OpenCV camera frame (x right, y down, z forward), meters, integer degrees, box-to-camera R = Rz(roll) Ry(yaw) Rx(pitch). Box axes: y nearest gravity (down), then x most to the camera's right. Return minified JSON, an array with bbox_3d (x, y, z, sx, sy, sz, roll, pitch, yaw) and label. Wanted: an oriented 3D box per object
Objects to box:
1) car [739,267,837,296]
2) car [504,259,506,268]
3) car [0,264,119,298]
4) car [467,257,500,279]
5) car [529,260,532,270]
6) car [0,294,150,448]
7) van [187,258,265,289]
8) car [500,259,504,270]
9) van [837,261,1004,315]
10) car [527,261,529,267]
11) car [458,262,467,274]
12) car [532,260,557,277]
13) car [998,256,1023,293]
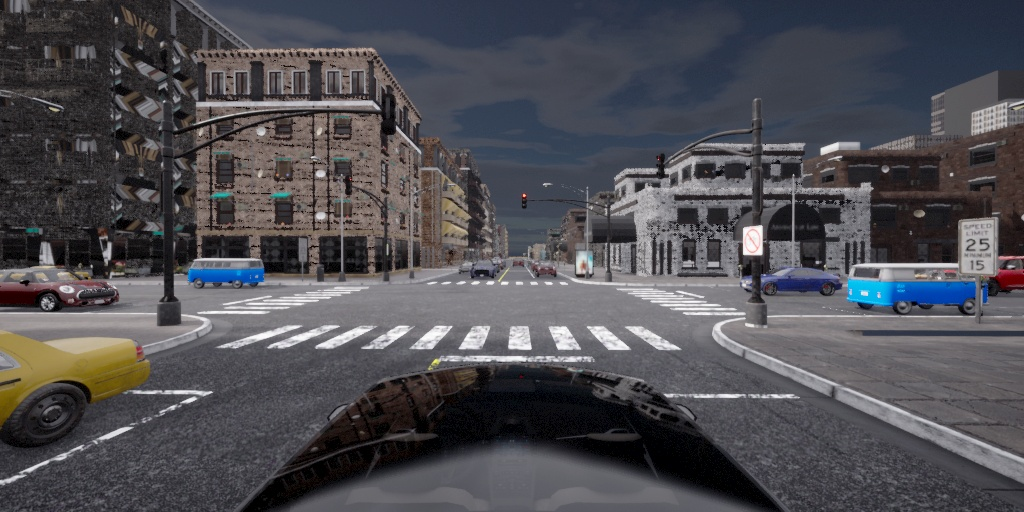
[{"bbox_3d":[14.691,1.298,18.993,4.674,1.442,1.812,0,0,2],"label":"car"},{"bbox_3d":[-2.217,1.297,53.014,1.812,1.442,4.674,0,0,1],"label":"car"},{"bbox_3d":[-17.526,1.190,13.523,4.097,1.591,1.967,0,0,1],"label":"car"},{"bbox_3d":[-2.564,1.106,33.147,2.097,1.767,4.553,0,0,1],"label":"car"},{"bbox_3d":[3.454,1.347,46.503,1.802,1.307,4.207,0,0,1],"label":"car"},{"bbox_3d":[-5.680,1.275,2.623,1.751,1.417,4.829,0,0,1],"label":"car"},{"bbox_3d":[-17.426,1.030,21.903,3.998,1.789,1.690,0,0,1],"label":"van"},{"bbox_3d":[-2.393,1.254,43.054,2.128,1.511,4.902,0,0,1],"label":"car"},{"bbox_3d":[14.851,1.156,13.208,3.998,1.789,1.690,0,0,1],"label":"van"},{"bbox_3d":[3.552,1.321,52.199,2.007,1.370,4.403,0,0,1],"label":"car"},{"bbox_3d":[-5.023,1.311,40.939,2.007,1.370,4.403,0,0,1],"label":"car"},{"bbox_3d":[3.259,1.195,35.111,1.967,1.591,4.097,0,0,1],"label":"car"},{"bbox_3d":[25.580,1.022,18.886,5.566,2.045,2.150,0,0,1],"label":"car"}]
